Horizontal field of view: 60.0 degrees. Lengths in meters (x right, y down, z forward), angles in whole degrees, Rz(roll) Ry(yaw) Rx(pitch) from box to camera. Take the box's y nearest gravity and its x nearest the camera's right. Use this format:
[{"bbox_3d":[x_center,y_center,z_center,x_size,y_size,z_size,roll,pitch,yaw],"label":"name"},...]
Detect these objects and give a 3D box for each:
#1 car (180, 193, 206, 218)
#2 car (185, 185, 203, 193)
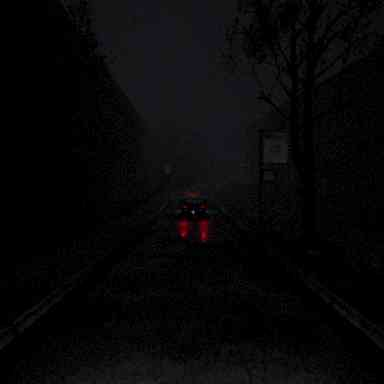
[{"bbox_3d":[0.090,1.095,25.145,1.812,1.442,4.674,0,2,0],"label":"car"},{"bbox_3d":[0.099,0.255,42.559,1.882,1.535,5.008,0,3,0],"label":"car"}]
